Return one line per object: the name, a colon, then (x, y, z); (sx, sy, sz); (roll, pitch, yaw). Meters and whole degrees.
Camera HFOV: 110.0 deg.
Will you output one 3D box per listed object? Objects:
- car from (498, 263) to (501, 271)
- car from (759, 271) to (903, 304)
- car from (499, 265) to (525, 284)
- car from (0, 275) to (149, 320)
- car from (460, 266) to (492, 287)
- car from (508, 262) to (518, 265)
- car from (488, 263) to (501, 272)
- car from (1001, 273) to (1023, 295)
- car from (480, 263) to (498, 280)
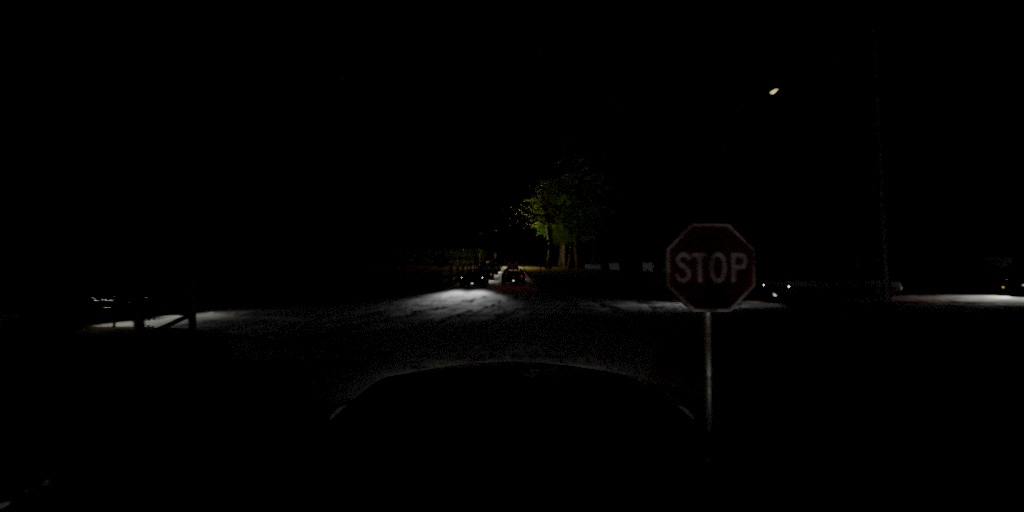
car: (-2.805, 1.673, 47.264); (1.837, 1.490, 4.892); (0, 0, 0)
car: (13.422, 1.314, 15.345); (4.718, 1.301, 1.895); (-1, -2, 0)
car: (0.116, 1.679, 30.901); (1.895, 1.301, 4.718); (0, 0, 0)
car: (-15.364, 1.396, 12.287); (4.892, 1.490, 1.837); (0, -2, 1)
car: (-2.833, 1.653, 27.635); (1.895, 1.301, 4.718); (0, 0, 0)
car: (0.134, 1.676, 59.667); (1.882, 1.535, 5.008); (0, 0, 0)
car: (-2.776, 1.797, 57.558); (1.895, 1.301, 4.718); (0, 0, 0)
car: (23.984, 1.003, 15.373); (4.181, 1.385, 1.994); (-2, -2, 0)
car: (-2.826, 1.671, 37.424); (2.033, 1.411, 5.357); (0, 0, 0)
